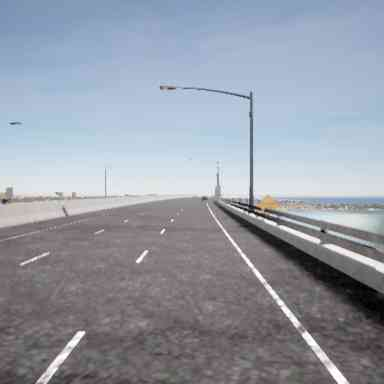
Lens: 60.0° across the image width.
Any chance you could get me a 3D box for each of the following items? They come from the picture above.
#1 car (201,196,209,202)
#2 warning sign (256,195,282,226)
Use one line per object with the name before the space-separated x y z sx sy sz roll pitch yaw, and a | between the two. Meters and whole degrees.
car | 3.094 1.687 79.824 1.837 1.490 4.892 0 0 3
warning sign | 4.659 1.101 20.290 1.300 1.860 1.060 -1 -1 1
